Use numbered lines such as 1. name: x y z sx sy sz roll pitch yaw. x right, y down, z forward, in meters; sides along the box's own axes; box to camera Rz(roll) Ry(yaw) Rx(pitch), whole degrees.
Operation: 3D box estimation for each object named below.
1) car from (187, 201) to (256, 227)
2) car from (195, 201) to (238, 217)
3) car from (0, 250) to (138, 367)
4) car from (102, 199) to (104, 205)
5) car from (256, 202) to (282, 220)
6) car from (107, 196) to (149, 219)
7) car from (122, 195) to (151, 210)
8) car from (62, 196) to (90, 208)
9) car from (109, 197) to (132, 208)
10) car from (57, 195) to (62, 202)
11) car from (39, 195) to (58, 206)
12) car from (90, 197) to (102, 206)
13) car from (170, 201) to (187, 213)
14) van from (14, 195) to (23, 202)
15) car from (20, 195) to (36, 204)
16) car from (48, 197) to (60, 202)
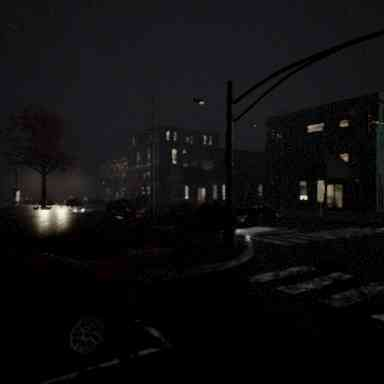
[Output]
1. car: 1.847 1.471 22.469 1.812 1.442 4.674 0 0 -33
2. car: 2.285 1.589 32.173 1.947 1.339 4.313 0 0 -35
3. car: -2.937 1.545 4.410 4.507 1.381 1.887 0 1 -36
4. car: -7.907 1.587 36.491 1.994 1.385 4.181 1 -1 -35
5. car: 5.410 1.549 27.669 2.008 1.369 4.403 0 0 -35
6. car: -5.416 1.405 28.118 1.967 1.590 4.097 0 0 -35
7. car: -7.852 1.420 46.702 2.192 1.841 5.009 0 0 -35
8. car: -17.938 1.635 51.112 2.128 1.511 4.902 1 -1 -35
9. car: -11.044 1.571 51.243 1.967 1.590 4.097 0 0 -35
10. car: -33.239 1.631 83.136 2.192 1.841 5.009 0 0 -35
11. car: -24.202 1.647 55.413 1.752 1.417 4.829 0 0 -35
12. car: -17.415 1.623 60.333 1.967 1.590 4.097 0 0 -35
13. car: -0.840 1.630 36.675 1.802 1.307 4.206 0 0 -35
14. van: -43.288 1.623 82.916 1.690 1.788 3.998 0 0 -35
15. car: -33.792 1.768 69.234 1.947 1.339 4.313 0 0 -35
16. car: -36.404 1.894 87.695 2.008 1.369 4.403 0 0 -35
